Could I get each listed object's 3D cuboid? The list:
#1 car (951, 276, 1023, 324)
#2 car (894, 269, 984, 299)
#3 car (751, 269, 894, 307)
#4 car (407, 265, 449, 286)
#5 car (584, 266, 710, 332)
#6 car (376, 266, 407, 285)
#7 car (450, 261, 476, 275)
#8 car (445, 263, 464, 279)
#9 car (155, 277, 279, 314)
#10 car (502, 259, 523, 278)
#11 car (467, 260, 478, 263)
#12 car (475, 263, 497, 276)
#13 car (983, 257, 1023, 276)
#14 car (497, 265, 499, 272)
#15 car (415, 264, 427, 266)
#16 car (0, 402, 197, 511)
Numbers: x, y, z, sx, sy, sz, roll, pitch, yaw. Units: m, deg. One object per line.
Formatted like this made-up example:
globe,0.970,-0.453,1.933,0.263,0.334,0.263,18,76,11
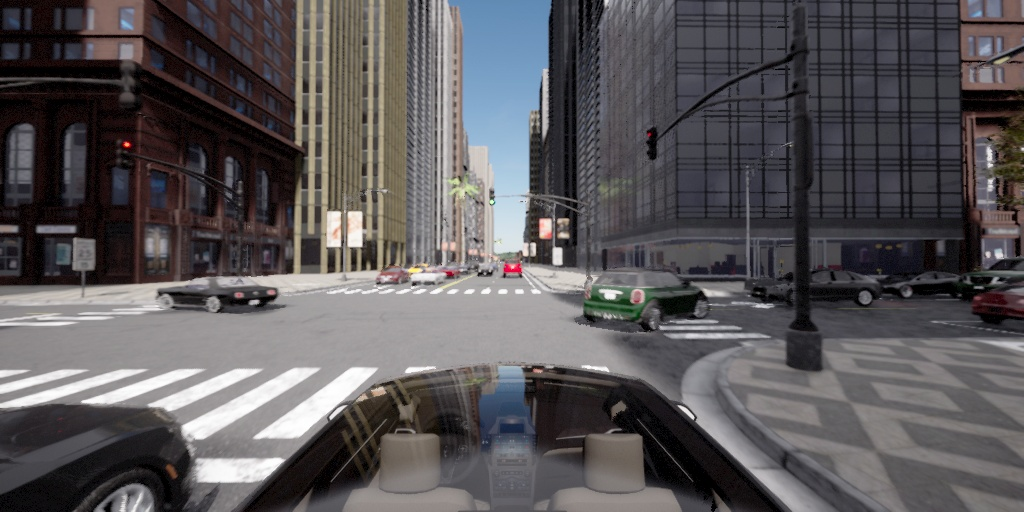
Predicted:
car,15.307,1.318,9.854,4.207,1.307,1.802,0,0,-1
car,20.807,1.426,18.471,4.313,1.339,1.948,0,0,-1
car,13.089,1.342,15.596,4.892,1.490,1.837,0,-1,-1
car,-6.626,1.641,28.821,1.895,1.301,4.718,0,-1,0
car,4.323,1.147,11.300,4.553,1.767,2.097,1,-1,-41
car,-9.871,1.578,30.079,1.812,1.442,4.674,0,-1,-3
car,-6.552,1.762,48.125,2.128,1.511,4.902,0,-1,0
car,-6.615,1.747,37.985,1.895,1.301,4.718,0,-1,0
car,-11.848,1.482,14.348,4.718,1.301,1.895,0,-1,20
car,0.055,1.407,41.691,2.150,2.045,5.566,0,-2,0
car,-6.563,1.626,58.523,2.150,2.045,5.566,0,-1,0
car,-3.200,1.831,44.849,1.895,1.301,4.718,0,-1,0
car,23.129,1.030,15.774,5.566,2.045,2.150,0,-1,-2
car,-3.297,2.013,63.113,2.033,1.411,5.357,0,-1,0
car,-9.858,1.637,39.216,1.882,1.535,5.008,0,-1,0
car,-3.180,1.243,0.593,1.837,1.490,4.892,0,-1,-1
